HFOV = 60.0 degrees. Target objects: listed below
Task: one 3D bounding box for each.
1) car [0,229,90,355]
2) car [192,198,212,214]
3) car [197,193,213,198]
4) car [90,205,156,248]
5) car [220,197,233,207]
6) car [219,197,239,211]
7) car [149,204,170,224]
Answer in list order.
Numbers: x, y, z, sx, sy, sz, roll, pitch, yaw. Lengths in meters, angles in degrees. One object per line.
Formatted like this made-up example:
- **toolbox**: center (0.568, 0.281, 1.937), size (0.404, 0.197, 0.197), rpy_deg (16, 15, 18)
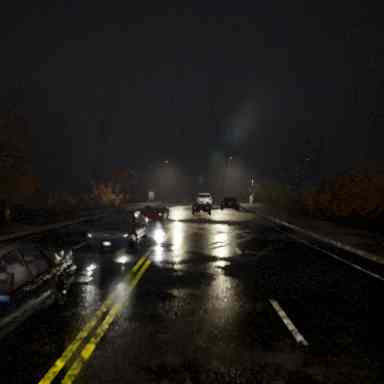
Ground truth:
- **car**: center (-3.326, 1.548, 5.083), size (2.033, 1.411, 5.357), rpy_deg (0, 0, -3)
- **car**: center (1.009, 1.586, 34.403), size (1.895, 1.301, 4.718), rpy_deg (0, 0, 3)
- **car**: center (1.849, 1.182, 48.534), size (2.150, 2.045, 5.566), rpy_deg (0, 0, 4)
- **car**: center (-3.138, 1.549, 15.142), size (2.033, 1.411, 5.357), rpy_deg (0, 0, 1)
- **car**: center (5.106, 1.480, 49.921), size (1.812, 1.442, 4.674), rpy_deg (0, 0, 4)
- **car**: center (4.466, 1.329, 39.720), size (2.097, 1.767, 4.553), rpy_deg (0, 0, 4)
- **car**: center (-2.835, 1.598, 25.101), size (1.895, 1.301, 4.718), rpy_deg (0, 0, 2)
